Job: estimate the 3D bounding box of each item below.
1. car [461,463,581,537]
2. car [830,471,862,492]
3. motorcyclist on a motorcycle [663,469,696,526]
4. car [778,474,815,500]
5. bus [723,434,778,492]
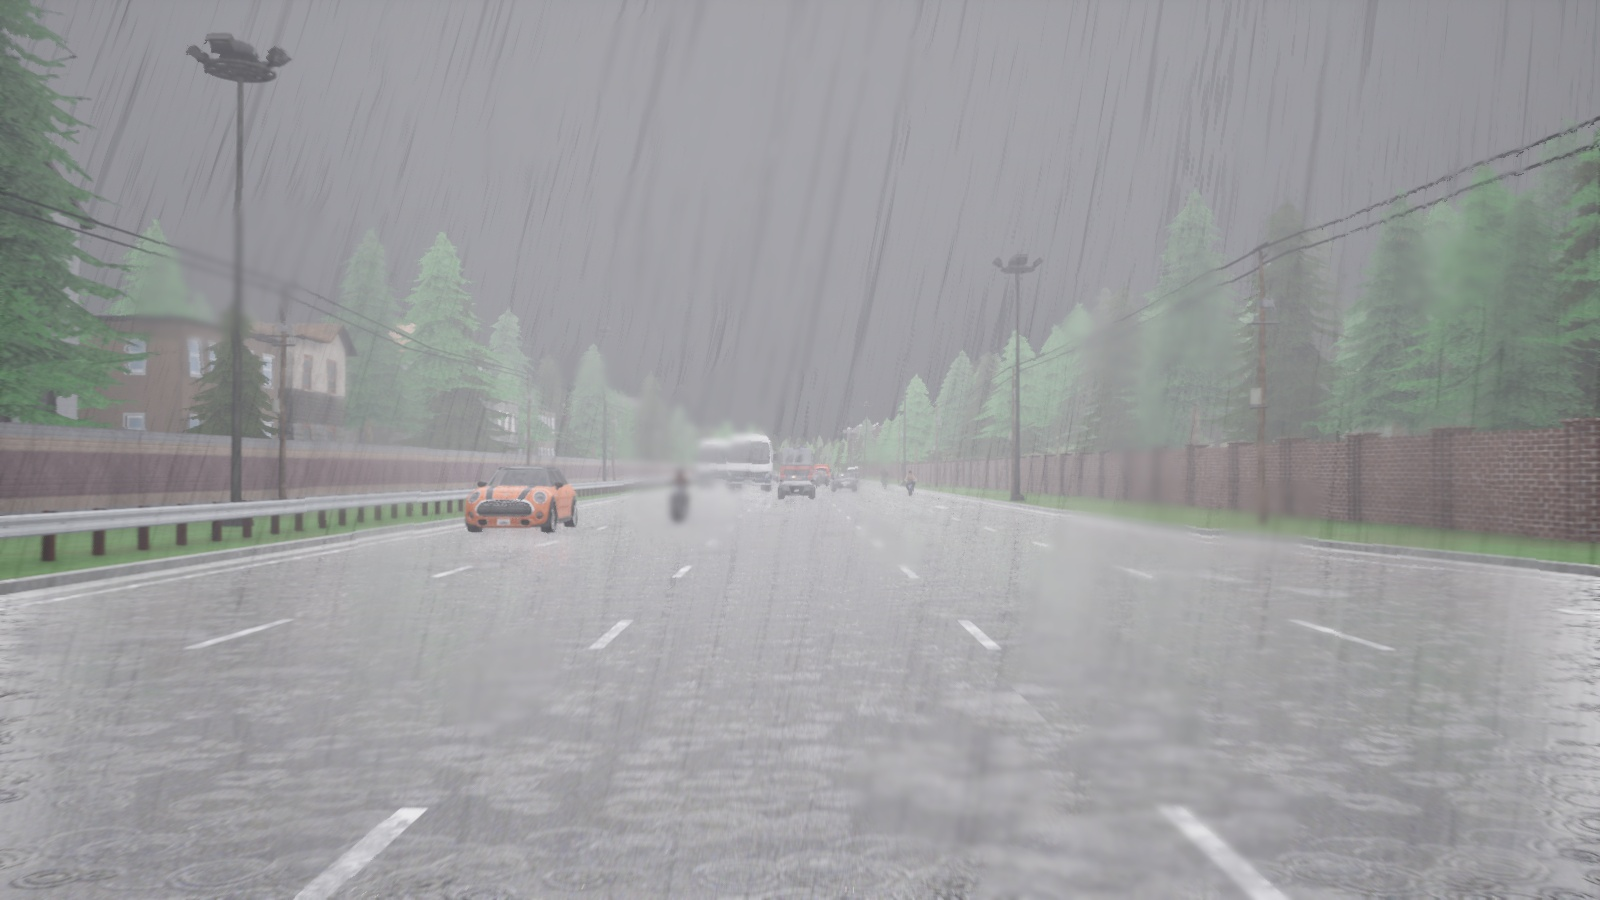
[{"bbox_3d":[-7.080,1.235,32.328,2.097,1.767,4.553,0,-1,0],"label":"car"},{"bbox_3d":[3.280,2.246,90.178,2.128,1.511,4.902,0,-1,0],"label":"car"},{"bbox_3d":[-3.592,1.402,37.698,0.766,1.649,2.350,0,-1,0],"label":"motorcyclist on a motorcycle"},{"bbox_3d":[-0.170,2.036,70.088,1.994,1.385,4.181,0,-1,0],"label":"car"},{"bbox_3d":[-3.744,1.065,97.634,3.944,4.253,10.273,0,-1,0],"label":"bus"}]
